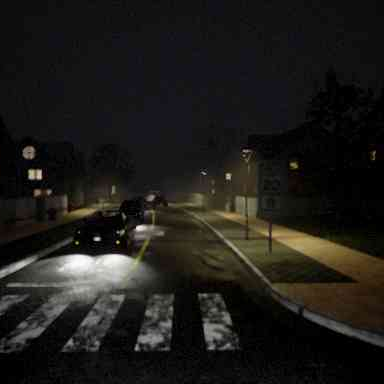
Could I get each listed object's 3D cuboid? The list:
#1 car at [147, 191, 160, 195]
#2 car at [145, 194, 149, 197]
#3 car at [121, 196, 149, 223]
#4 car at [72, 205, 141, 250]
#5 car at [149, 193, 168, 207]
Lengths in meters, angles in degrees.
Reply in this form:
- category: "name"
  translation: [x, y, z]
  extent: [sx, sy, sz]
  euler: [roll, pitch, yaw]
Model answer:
- category: "car"
  translation: [-6.273, 0.889, 53.765]
  extent: [2.150, 2.045, 5.566]
  euler: [0, 0, -13]
- category: "car"
  translation: [-6.114, 1.236, 37.776]
  extent: [1.812, 1.442, 4.674]
  euler: [0, 1, -9]
- category: "car"
  translation: [-4.292, 1.320, 23.784]
  extent: [1.837, 1.490, 4.892]
  euler: [0, 1, -6]
- category: "car"
  translation: [-3.442, 1.459, 13.729]
  extent: [1.994, 1.385, 4.181]
  euler: [0, 0, -3]
- category: "car"
  translation: [-4.237, 1.190, 43.855]
  extent: [1.837, 1.490, 4.892]
  euler: [0, 0, -11]
